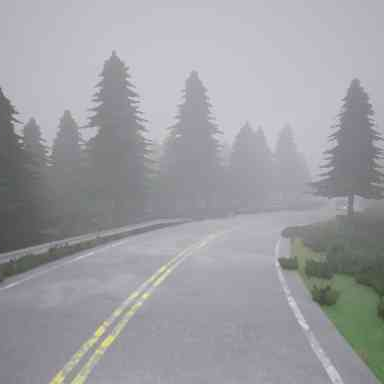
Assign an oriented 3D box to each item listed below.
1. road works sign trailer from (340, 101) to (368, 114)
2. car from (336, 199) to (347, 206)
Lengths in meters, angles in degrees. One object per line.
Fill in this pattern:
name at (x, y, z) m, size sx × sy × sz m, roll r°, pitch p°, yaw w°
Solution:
road works sign trailer at (20.072, -10.187, 41.394) m, size 2.380 × 3.560 × 2.880 m, roll 20°, pitch -22°, yaw 27°
car at (30.273, 2.066, 67.536) m, size 2.033 × 1.411 × 5.357 m, roll 2°, pitch 0°, yaw 22°
